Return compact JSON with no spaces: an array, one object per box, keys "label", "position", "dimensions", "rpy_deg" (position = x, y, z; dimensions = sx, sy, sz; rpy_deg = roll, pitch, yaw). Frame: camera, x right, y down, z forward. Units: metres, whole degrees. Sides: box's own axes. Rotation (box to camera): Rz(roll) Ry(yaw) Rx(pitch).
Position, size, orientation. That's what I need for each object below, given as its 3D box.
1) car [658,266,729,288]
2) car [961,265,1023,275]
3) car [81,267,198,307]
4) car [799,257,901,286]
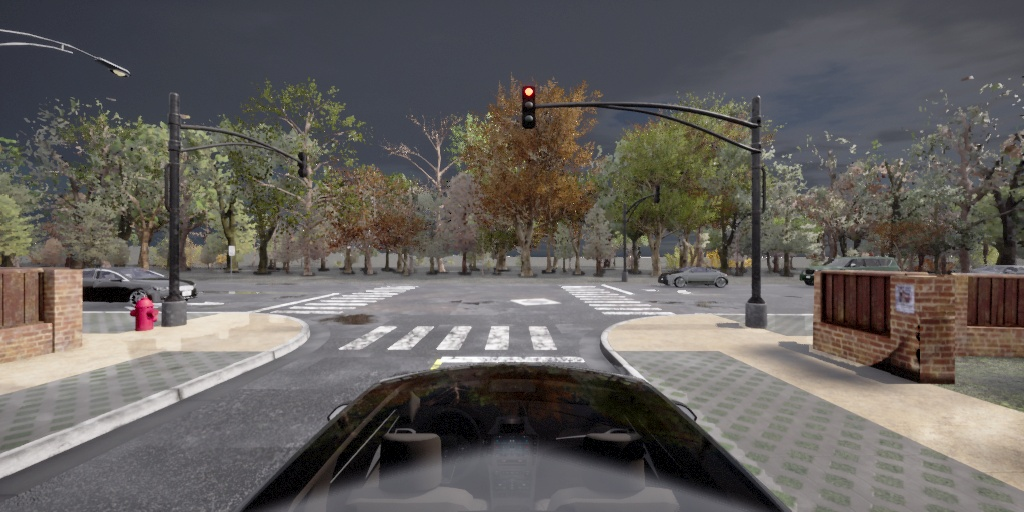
[{"label":"car","position":[12.030,1.368,23.948],"dimensions":[4.181,1.385,1.994],"rpy_deg":[0,0,0]},{"label":"car","position":[32.516,1.362,23.957],"dimensions":[4.902,1.511,2.128],"rpy_deg":[0,0,0]},{"label":"car","position":[-15.117,1.183,13.965],"dimensions":[4.902,1.511,2.128],"rpy_deg":[0,0,0]},{"label":"car","position":[22.538,1.061,23.964],"dimensions":[5.566,2.045,2.150],"rpy_deg":[0,0,-1]}]
